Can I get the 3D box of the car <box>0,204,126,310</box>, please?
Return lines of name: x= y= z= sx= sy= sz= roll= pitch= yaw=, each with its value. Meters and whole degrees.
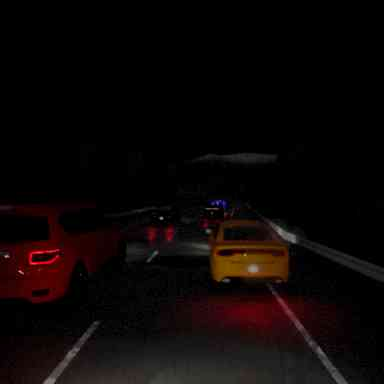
car: x=-3.204 y=1.282 z=8.088 sx=2.150 sy=2.045 sz=5.566 roll=0 pitch=0 yaw=2

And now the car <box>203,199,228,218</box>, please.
car: x=2.179 y=1.736 z=32.761 sx=2.128 sy=1.511 sz=4.902 roll=0 pitch=0 yaw=8

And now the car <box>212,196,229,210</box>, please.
car: x=3.650 y=1.549 z=43.794 sx=2.150 sy=2.045 sz=5.566 roll=0 pitch=0 yaw=8

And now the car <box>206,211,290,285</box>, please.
car: x=1.443 y=1.552 z=9.753 sx=1.882 sy=1.535 sz=5.008 roll=0 pitch=0 yaw=2

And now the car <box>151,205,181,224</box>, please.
car: x=-1.980 y=1.722 z=26.356 sx=1.812 sy=1.442 sz=4.674 roll=0 pitch=0 yaw=5
